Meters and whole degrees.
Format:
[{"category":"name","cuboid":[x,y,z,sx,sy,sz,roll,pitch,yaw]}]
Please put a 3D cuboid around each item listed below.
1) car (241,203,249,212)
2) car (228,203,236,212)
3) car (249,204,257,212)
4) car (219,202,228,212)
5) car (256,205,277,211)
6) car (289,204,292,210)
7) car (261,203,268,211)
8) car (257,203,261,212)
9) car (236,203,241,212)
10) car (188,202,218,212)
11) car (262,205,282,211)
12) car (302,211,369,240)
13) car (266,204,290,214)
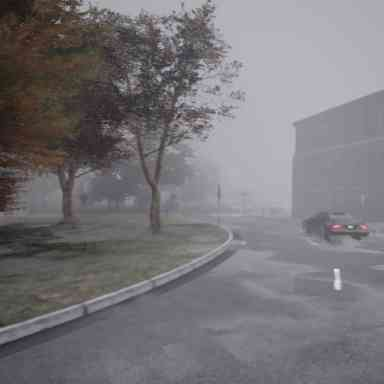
[{"category":"car","cuboid":[9.059,3.576,72.729,5.366,1.575,1.946,0,-2,19]},{"category":"car","cuboid":[5.507,3.089,68.090,5.566,2.045,2.435,1,-2,19]},{"category":"car","cuboid":[11.174,3.438,74.965,5.566,2.045,2.435,0,-2,20]},{"category":"car","cuboid":[3.577,2.963,65.793,5.566,2.045,2.435,1,-2,19]},{"category":"car","cuboid":[18.833,4.021,84.039,4.892,1.521,2.231,0,-2,21]},{"category":"car","cuboid":[24.527,4.175,90.812,5.366,1.575,1.946,0,-1,21]},{"category":"car","cuboid":[14.941,3.904,79.518,4.792,1.488,2.163,0,-1,20]},{"category":"car","cuboid":[13.081,3.661,77.235,4.553,1.767,2.185,0,-2,20]},{"category":"car","cuboid":[7.324,3.338,70.399,4.553,1.767,2.185,1,-2,19]},{"category":"car","cuboid":[1.740,3.091,63.461,4.892,1.521,2.231,1,-2,18]},{"category":"car","cuboid":[20.787,4.076,86.274,5.008,1.535,2.097,0,-1,21]},{"category":"car","cuboid":[7.621,1.761,18.228,2.033,1.411,5.357,1,-1,3]},{"category":"car","cuboid":[17.427,3.716,67.491,1.837,1.490,4.892,1,-2,39]}]
